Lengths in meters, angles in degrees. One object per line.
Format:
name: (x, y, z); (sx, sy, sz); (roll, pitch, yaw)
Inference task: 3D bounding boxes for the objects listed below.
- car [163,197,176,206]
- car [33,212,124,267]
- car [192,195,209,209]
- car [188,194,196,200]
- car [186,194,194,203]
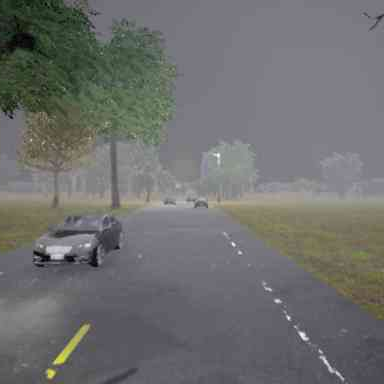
car: (-3.553, 1.456, 53.827); (2.033, 1.411, 5.357); (0, 0, 1)
car: (-3.599, 1.462, 11.338); (2.128, 1.511, 4.902); (0, 0, 0)
car: (1.223, 1.442, 44.281); (1.812, 1.442, 4.674); (0, 0, 0)
car: (-0.004, 1.282, 80.506); (1.994, 1.385, 4.181); (0, 0, 0)
car: (-0.003, 1.262, 63.713); (2.097, 1.767, 4.553); (0, 0, 0)
